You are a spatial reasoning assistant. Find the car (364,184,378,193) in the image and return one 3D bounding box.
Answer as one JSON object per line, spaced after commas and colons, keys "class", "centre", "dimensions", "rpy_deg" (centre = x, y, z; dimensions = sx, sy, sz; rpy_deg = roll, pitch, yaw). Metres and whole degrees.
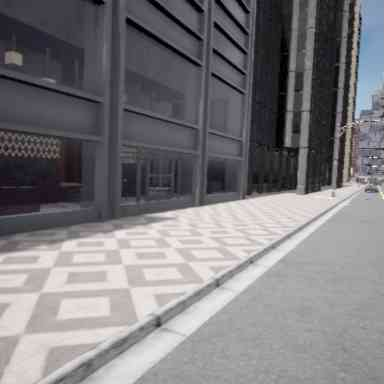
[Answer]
{"class": "car", "centre": [30.739, -0.623, 56.901], "dimensions": [1.994, 1.385, 4.181], "rpy_deg": [4, 4, 29]}
